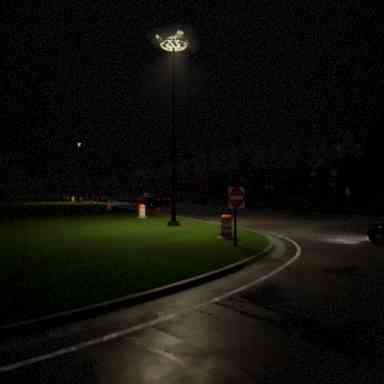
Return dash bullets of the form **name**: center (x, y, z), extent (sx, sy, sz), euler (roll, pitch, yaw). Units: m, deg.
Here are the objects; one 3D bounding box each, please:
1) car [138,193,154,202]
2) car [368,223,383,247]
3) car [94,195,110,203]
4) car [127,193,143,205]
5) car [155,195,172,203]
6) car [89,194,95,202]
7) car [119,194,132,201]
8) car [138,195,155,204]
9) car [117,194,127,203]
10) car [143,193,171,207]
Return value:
- **car**: center (-10.802, 1.238, 78.432), extent (2.150, 2.045, 5.566), euler (0, 0, -26)
- **car**: center (9.165, 1.530, 12.691), extent (1.812, 1.442, 4.674), euler (0, 0, -26)
- **car**: center (-18.719, 1.550, 70.655), extent (2.033, 1.411, 5.357), euler (0, 0, -26)
- **car**: center (-9.853, 1.487, 60.421), extent (1.882, 1.535, 5.008), euler (0, 0, -26)
- **car**: center (-5.956, 1.490, 68.319), extent (1.882, 1.535, 5.008), euler (0, 0, -26)
- **car**: center (-23.189, 1.535, 79.985), extent (1.812, 1.442, 4.674), euler (0, 0, -26)
- **car**: center (-16.401, 1.368, 82.019), extent (2.097, 1.767, 4.553), euler (0, 0, -26)
- **car**: center (-9.284, 1.489, 67.167), extent (1.882, 1.535, 5.008), euler (0, 0, -26)
- **car**: center (-14.425, 1.563, 69.792), extent (1.994, 1.385, 4.181), euler (0, 0, -26)
- **car**: center (-5.184, 1.230, 50.768), extent (2.150, 2.045, 5.566), euler (0, 0, -26)
